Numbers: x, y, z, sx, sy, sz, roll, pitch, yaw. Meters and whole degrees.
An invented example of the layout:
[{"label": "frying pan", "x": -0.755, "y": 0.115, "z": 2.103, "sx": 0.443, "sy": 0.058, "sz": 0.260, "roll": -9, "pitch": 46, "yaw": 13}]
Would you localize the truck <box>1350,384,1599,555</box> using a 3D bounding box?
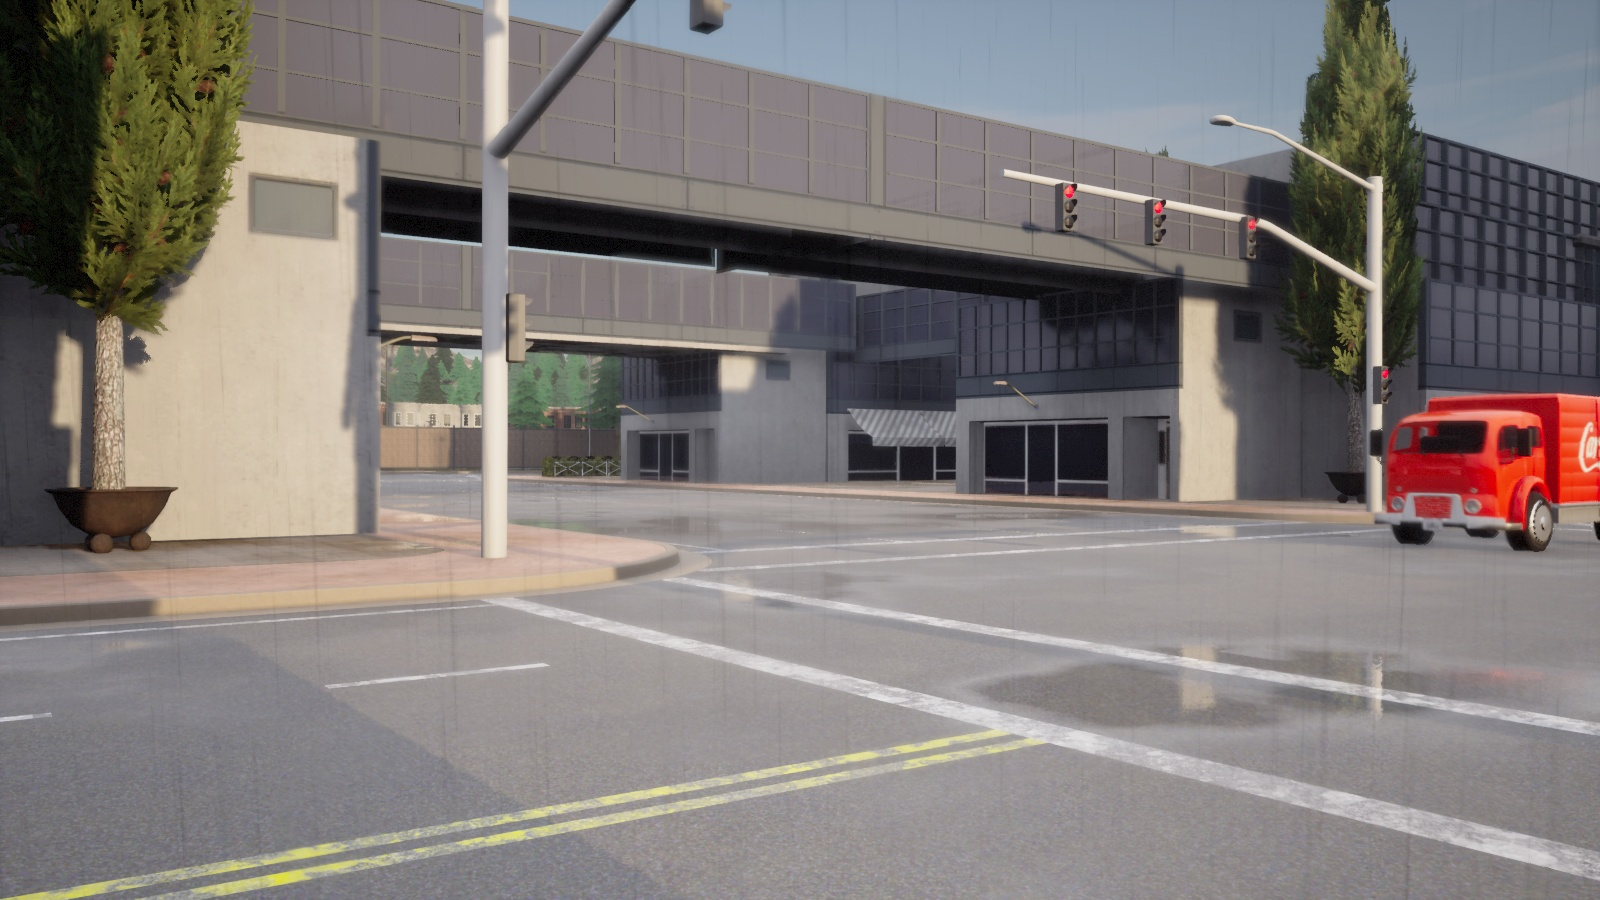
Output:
[{"label": "truck", "x": 11.781, "y": 0.284, "z": 20.780, "sx": 5.204, "sy": 2.467, "sz": 2.627, "roll": 0, "pitch": 0, "yaw": -36}]
